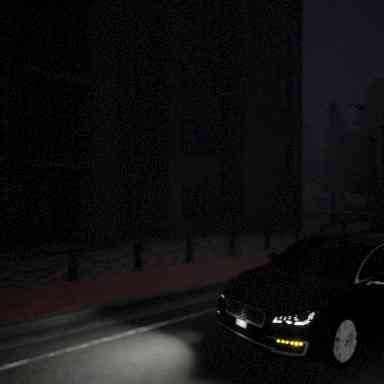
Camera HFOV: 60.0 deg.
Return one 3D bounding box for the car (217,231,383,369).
[{"bbox_3d":[2.645,1.504,5.808,4.892,1.490,1.837,0,0,-35],"label":"car"}]
